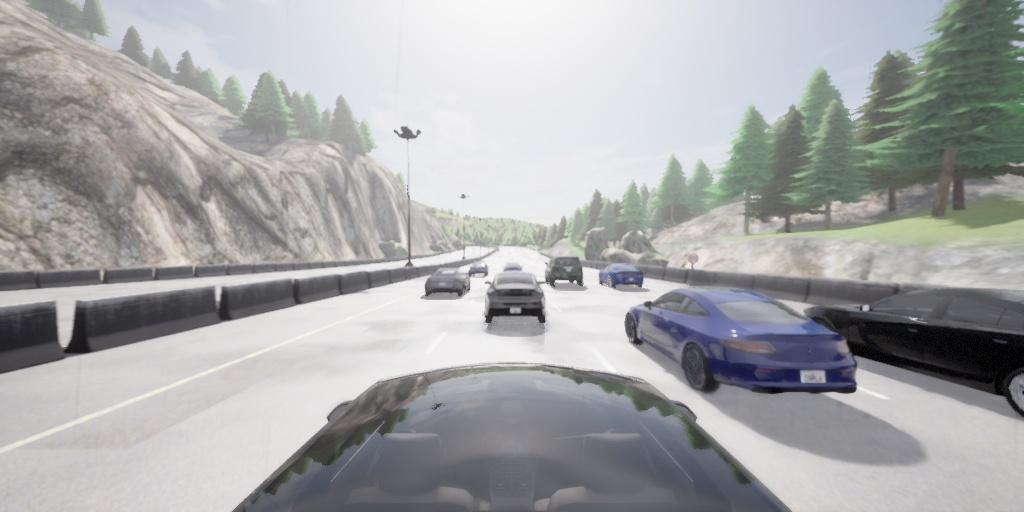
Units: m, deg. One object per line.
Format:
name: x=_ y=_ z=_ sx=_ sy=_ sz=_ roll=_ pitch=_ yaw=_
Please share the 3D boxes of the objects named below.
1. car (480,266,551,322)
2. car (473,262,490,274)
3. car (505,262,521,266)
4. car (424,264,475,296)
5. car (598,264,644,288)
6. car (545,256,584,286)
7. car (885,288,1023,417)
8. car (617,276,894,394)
car: x=0.098 y=1.267 z=12.353 sx=1.837 sy=1.490 sz=4.892 roll=0 pitch=0 yaw=0
car: x=-3.408 y=1.331 z=37.733 sx=2.033 sy=1.411 sz=5.357 roll=0 pitch=0 yaw=0
car: x=0.093 y=1.310 z=33.027 sx=1.812 sy=1.442 sz=4.674 roll=0 pitch=0 yaw=0
car: x=-3.403 y=1.337 z=19.552 sx=1.994 sy=1.385 sz=4.181 roll=0 pitch=0 yaw=0
car: x=7.096 y=1.251 z=23.812 sx=1.882 sy=1.535 sz=5.008 roll=0 pitch=0 yaw=0
car: x=3.595 y=0.998 z=25.376 sx=2.150 sy=2.045 sz=5.566 roll=0 pitch=0 yaw=0
car: x=7.100 y=1.229 z=5.601 sx=1.882 sy=1.535 sz=5.008 roll=0 pitch=0 yaw=0
car: x=3.589 y=1.280 z=6.585 sx=1.812 sy=1.442 sz=4.674 roll=0 pitch=0 yaw=0
